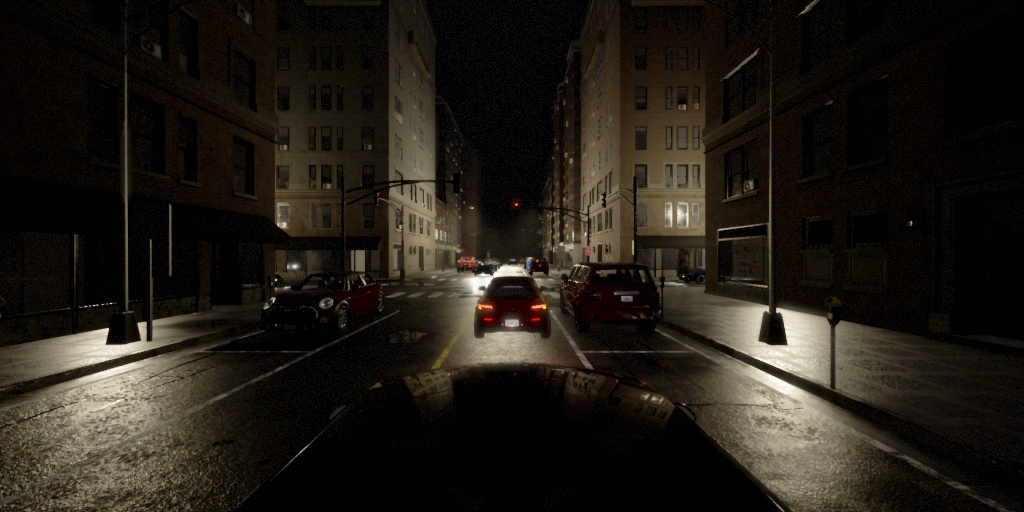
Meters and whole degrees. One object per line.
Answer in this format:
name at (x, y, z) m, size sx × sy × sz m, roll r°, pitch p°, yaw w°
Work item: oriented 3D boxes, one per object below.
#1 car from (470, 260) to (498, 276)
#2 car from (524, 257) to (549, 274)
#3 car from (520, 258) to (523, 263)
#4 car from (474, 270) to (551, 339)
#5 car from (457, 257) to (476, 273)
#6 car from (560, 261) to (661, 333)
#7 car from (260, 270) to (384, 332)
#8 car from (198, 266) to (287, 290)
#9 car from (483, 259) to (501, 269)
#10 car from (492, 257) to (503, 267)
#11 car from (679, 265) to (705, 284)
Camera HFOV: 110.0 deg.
car at (-2.777, 1.349, 36.624) m, size 1.895 × 1.301 × 4.718 m, roll 0°, pitch 0°, yaw 0°
car at (2.773, 1.063, 37.706) m, size 2.192 × 1.841 × 5.009 m, roll 0°, pitch 0°, yaw 0°
car at (2.794, 1.061, 54.217) m, size 2.192 × 1.841 × 5.009 m, roll 0°, pitch 0°, yaw 0°
car at (0.023, 1.276, 10.006) m, size 1.812 × 1.442 × 4.674 m, roll 0°, pitch 0°, yaw 1°
car at (-5.335, 1.062, 43.225) m, size 2.192 × 1.841 × 5.009 m, roll 0°, pitch 0°, yaw 0°
car at (2.654, 1.064, 10.650) m, size 2.192 × 1.841 × 5.009 m, roll 0°, pitch 0°, yaw 0°
car at (-5.371, 1.189, 10.666) m, size 1.967 × 1.591 × 4.097 m, roll 0°, pitch 0°, yaw 0°
car at (-17.073, 1.362, 22.907) m, size 4.181 × 1.385 × 1.994 m, roll 0°, pitch 0°, yaw 0°
car at (-2.755, 1.348, 45.848) m, size 1.895 × 1.301 × 4.718 m, roll 0°, pitch 0°, yaw 0°
car at (-2.730, 1.294, 55.661) m, size 2.033 × 1.411 × 5.357 m, roll 0°, pitch 0°, yaw 1°
car at (14.293, 1.271, 25.723) m, size 4.181 × 1.385 × 1.994 m, roll 0°, pitch 0°, yaw 0°
